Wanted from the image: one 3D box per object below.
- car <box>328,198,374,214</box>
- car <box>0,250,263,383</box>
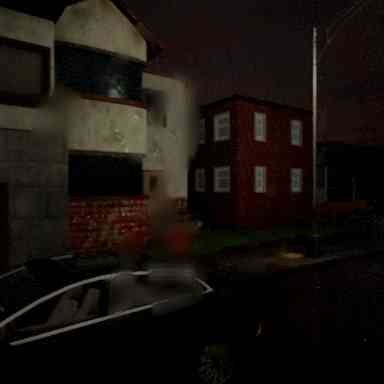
[{"bbox_3d":[15.773,1.327,33.877,1.882,1.535,5.008,0,0,-36],"label":"car"},{"bbox_3d":[-1.371,1.490,3.612,4.902,1.511,2.128,0,0,-36],"label":"car"}]
